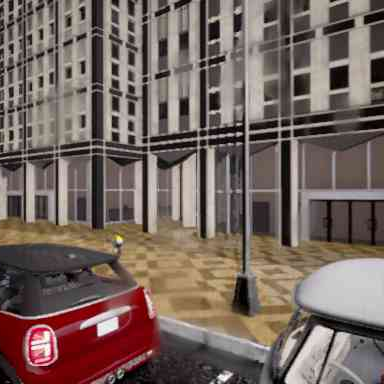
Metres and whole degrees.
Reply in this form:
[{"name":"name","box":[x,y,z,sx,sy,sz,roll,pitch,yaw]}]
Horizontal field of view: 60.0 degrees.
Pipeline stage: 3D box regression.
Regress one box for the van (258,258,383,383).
[{"name":"van","box":[2.169,1.341,1.333,3.998,1.788,1.690,0,0,35]}]

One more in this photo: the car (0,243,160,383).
[{"name":"car","box":[-2.468,1.439,4.633,4.097,1.590,1.967,0,0,35]}]
